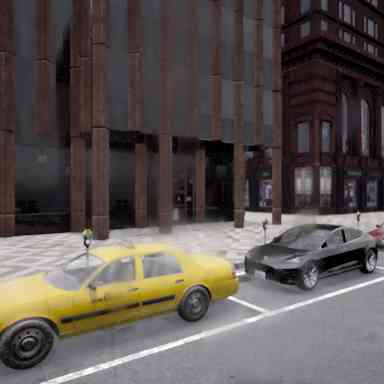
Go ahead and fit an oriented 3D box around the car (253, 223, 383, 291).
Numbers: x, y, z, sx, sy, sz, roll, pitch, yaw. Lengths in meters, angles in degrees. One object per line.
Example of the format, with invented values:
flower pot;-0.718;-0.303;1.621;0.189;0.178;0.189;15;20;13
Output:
car;3.363;1.566;9.046;4.313;1.339;1.947;0;0;-35

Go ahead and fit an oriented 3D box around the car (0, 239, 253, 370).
car;-1.365;1.525;5.675;4.829;1.417;1.752;0;0;-35
